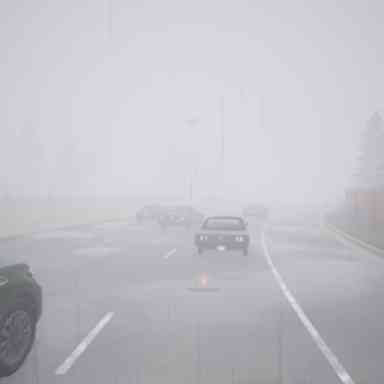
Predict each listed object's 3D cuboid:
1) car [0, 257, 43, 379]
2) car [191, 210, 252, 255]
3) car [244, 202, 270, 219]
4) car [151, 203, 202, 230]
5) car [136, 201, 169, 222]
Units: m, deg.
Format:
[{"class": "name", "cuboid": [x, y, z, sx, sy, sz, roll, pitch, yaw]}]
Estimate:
[{"class": "car", "cuboid": [-3.271, 1.210, 2.393, 2.150, 2.045, 5.566, 0, 0, 2]}, {"class": "car", "cuboid": [1.360, 1.619, 13.508, 1.895, 1.301, 4.718, 0, 0, 9]}, {"class": "car", "cuboid": [5.886, 1.617, 30.120, 1.994, 1.385, 4.181, 0, 0, 20]}, {"class": "car", "cuboid": [-0.553, 1.566, 21.495, 2.033, 1.411, 5.357, 0, 0, 14]}, {"class": "car", "cuboid": [-2.781, 1.577, 26.237, 1.994, 1.385, 4.181, 0, 0, 16]}]
